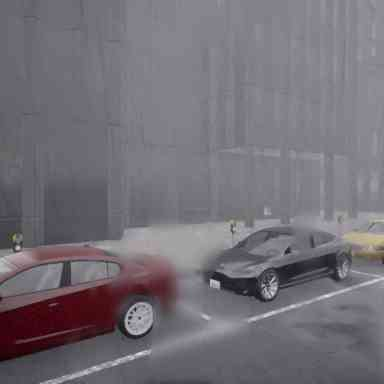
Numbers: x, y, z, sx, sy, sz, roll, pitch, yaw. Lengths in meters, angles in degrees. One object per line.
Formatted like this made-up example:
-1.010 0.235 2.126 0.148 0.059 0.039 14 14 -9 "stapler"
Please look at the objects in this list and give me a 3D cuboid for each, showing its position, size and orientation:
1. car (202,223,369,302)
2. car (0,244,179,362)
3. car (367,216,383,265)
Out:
2.255 1.566 8.267 4.313 1.339 1.947 0 0 -36 "car"
-2.330 1.545 4.990 4.507 1.381 1.887 0 0 -36 "car"
6.703 1.527 11.445 4.829 1.417 1.752 0 0 -36 "car"
